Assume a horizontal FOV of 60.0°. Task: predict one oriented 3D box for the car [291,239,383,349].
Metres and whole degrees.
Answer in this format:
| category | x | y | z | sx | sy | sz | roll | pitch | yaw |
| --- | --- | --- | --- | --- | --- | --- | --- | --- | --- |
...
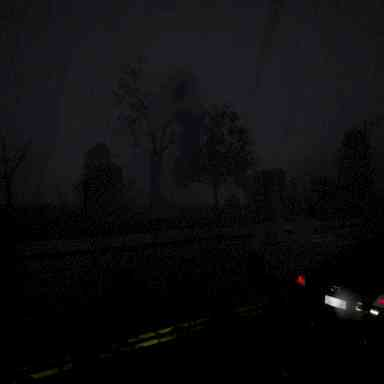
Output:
| category | x | y | z | sx | sy | sz | roll | pitch | yaw |
| --- | --- | --- | --- | --- | --- | --- | --- | --- | --- |
| car | 3.731 | 1.564 | 5.946 | 4.181 | 1.385 | 1.994 | 0 | 0 | -34 |
